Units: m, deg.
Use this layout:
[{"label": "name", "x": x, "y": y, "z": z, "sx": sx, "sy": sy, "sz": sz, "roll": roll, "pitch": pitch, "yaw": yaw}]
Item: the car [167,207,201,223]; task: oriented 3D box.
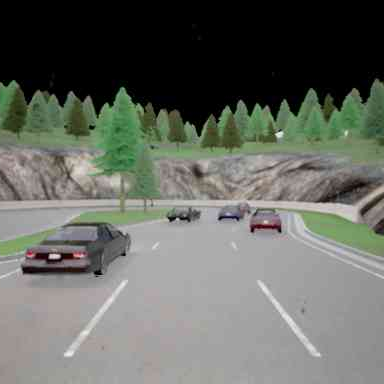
[{"label": "car", "x": -0.562, "y": 1.914, "z": 28.784, "sx": 1.895, "sy": 1.301, "sz": 4.718, "roll": 0, "pitch": -1, "yaw": 15}]

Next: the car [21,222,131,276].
[{"label": "car", "x": -3.345, "y": 1.665, "z": 10.718, "sx": 2.033, "sy": 1.411, "sz": 5.357, "roll": 0, "pitch": -1, "yaw": 1}]

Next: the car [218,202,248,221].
[{"label": "car", "x": 3.708, "y": 1.901, "z": 30.975, "sx": 1.994, "sy": 1.385, "sz": 4.181, "roll": 0, "pitch": -1, "yaw": 16}]

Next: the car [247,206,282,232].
[{"label": "car", "x": 4.920, "y": 1.806, "z": 22.149, "sx": 1.994, "sy": 1.385, "sz": 4.181, "roll": 0, "pitch": -1, "yaw": 13}]
